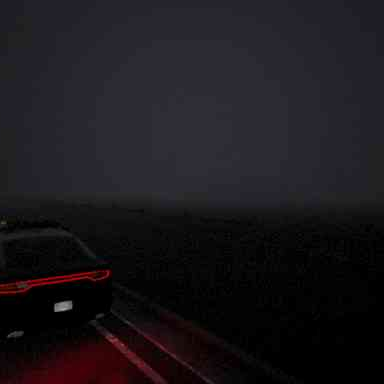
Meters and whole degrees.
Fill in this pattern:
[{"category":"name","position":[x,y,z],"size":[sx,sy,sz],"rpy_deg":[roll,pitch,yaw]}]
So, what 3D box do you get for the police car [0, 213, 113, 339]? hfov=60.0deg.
[{"category":"police car","position":[-3.362,1.404,6.786],"size":[1.930,1.638,5.238],"rpy_deg":[0,0,-37]}]
